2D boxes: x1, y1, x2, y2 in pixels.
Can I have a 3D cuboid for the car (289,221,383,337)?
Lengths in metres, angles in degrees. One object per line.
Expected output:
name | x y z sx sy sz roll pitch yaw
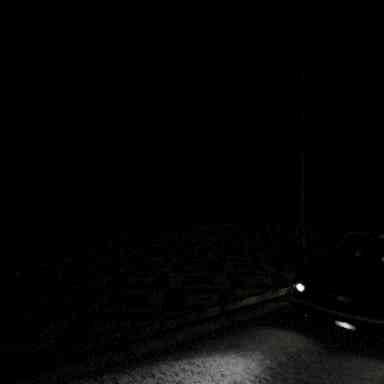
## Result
car | 3.798 1.374 6.423 4.718 1.301 1.895 -10 8 -44
